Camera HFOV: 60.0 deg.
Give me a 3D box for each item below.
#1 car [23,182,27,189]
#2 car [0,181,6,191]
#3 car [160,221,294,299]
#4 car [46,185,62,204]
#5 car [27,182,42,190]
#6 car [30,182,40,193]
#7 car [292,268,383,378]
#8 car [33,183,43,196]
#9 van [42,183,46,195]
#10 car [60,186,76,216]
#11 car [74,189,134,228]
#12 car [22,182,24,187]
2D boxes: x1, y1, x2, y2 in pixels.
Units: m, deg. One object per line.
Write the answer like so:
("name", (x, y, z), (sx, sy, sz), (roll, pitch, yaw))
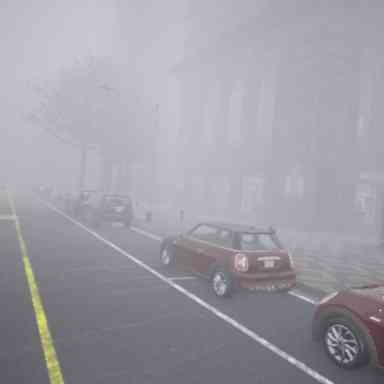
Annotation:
("car", (-35.145, -1.172, 72.685), (1.947, 1.339, 4.313), (4, 0, -29))
("car", (-32.047, -1.049, 55.231), (1.882, 1.535, 5.008), (5, 0, -29))
("car", (0.702, 1.482, 8.788), (1.967, 1.590, 4.097), (5, 0, -29))
("car", (-13.080, 0.385, 33.365), (1.967, 1.590, 4.097), (5, 0, -29))
("car", (-26.855, -0.804, 57.940), (2.192, 1.841, 5.009), (4, 0, -29))
("car", (-24.116, -0.347, 53.024), (1.947, 1.339, 4.313), (4, 0, -29))
("car", (3.457, 1.707, 3.874), (1.967, 1.590, 4.097), (5, 0, -29))
("car", (-21.361, -0.123, 48.110), (1.802, 1.307, 4.206), (4, 0, -29))
("van", (-15.828, 0.068, 38.280), (1.690, 1.788, 3.998), (5, 0, -29))
("car", (-7.557, 0.696, 23.534), (2.192, 1.841, 5.009), (5, 0, -29))
("car", (-4.801, 0.914, 18.619), (2.192, 1.841, 5.009), (5, 0, -29))
("car", (-37.984, -1.424, 77.749), (1.752, 1.417, 4.829), (4, 0, -29))
